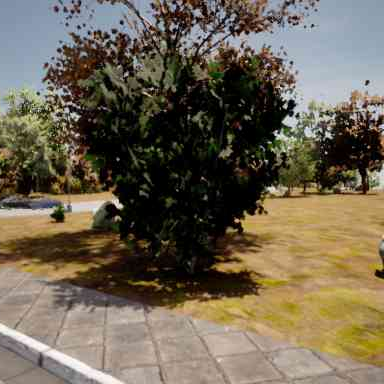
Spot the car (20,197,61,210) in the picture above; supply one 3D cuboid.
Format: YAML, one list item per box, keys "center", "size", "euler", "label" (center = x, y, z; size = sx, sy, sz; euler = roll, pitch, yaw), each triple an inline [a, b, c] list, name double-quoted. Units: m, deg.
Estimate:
- center: [-18.558, 1.428, 41.499]
  size: [1.994, 1.385, 4.181]
  euler: [0, 1, 39]
  label: "car"

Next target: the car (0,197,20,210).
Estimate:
- center: [-22.642, 1.429, 42.016]
  size: [1.837, 1.490, 4.892]
  euler: [0, 1, 39]
  label: "car"
